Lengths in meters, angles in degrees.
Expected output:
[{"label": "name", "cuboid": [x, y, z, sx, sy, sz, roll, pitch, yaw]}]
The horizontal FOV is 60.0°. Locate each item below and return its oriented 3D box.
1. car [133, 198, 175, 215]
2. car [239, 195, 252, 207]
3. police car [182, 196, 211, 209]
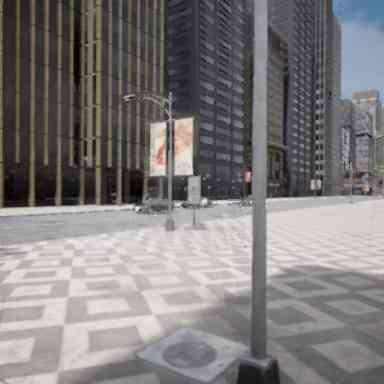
[{"label": "car", "cuboid": [-3.710, 1.386, 32.935, 2.128, 1.511, 4.902, 1, 0, 36]}, {"label": "car", "cuboid": [8.976, 1.275, 50.448, 2.097, 1.767, 4.553, 1, 0, 36]}, {"label": "police car", "cuboid": [0.566, 1.391, 44.302, 2.038, 1.542, 4.974, 1, 0, 36]}]
